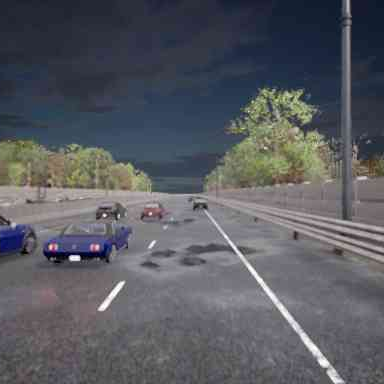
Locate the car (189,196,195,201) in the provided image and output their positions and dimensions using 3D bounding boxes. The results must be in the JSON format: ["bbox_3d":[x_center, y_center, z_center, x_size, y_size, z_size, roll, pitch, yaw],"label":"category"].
[{"bbox_3d":[0.011,1.752,93.725,1.837,1.490,4.892,0,0,0],"label":"car"}]

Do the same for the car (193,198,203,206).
[{"bbox_3d":[1.057,1.742,59.104,1.812,1.442,4.674,0,0,0],"label":"car"}]

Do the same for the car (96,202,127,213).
[{"bbox_3d":[-6.898,1.608,28.683,1.837,1.490,4.892,0,0,0],"label":"car"}]

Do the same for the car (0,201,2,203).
[{"bbox_3d":[-24.578,1.750,40.783,1.895,1.301,4.718,0,0,0],"label":"car"}]

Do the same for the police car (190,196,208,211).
[{"bbox_3d":[1.055,1.581,43.213,1.930,1.638,5.238,0,0,0],"label":"police car"}]

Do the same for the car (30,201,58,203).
[{"bbox_3d":[-17.580,1.750,41.000,1.895,1.301,4.718,0,0,0],"label":"car"}]

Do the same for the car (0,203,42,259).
[{"bbox_3d":[-6.898,1.390,10.685,2.097,1.767,4.553,0,0,0],"label":"car"}]

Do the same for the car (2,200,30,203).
[{"bbox_3d":[-21.075,1.676,41.241,1.812,1.442,4.674,0,0,0],"label":"car"}]

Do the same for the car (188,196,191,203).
[{"bbox_3d":[0.009,1.723,77.978,1.837,1.490,4.892,0,0,0],"label":"car"}]

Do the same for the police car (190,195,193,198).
[{"bbox_3d":[1.056,1.619,53.214,1.930,1.638,5.238,0,0,0],"label":"police car"}]

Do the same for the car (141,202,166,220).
[{"bbox_3d":[-3.410,1.632,29.678,1.812,1.442,4.674,0,0,0],"label":"car"}]

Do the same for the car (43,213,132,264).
[{"bbox_3d":[-3.398,1.643,11.885,1.895,1.301,4.718,0,0,0],"label":"car"}]
